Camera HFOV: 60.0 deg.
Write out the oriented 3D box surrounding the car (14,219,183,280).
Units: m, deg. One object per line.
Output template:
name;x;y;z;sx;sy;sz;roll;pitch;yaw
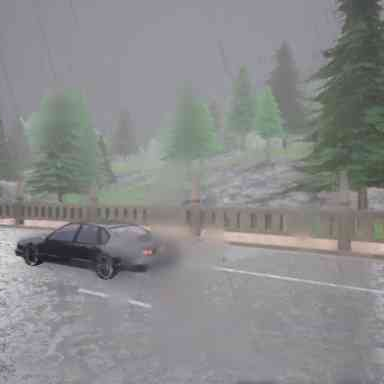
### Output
car;-2.893;1.520;9.791;5.357;1.411;2.033;0;0;31
